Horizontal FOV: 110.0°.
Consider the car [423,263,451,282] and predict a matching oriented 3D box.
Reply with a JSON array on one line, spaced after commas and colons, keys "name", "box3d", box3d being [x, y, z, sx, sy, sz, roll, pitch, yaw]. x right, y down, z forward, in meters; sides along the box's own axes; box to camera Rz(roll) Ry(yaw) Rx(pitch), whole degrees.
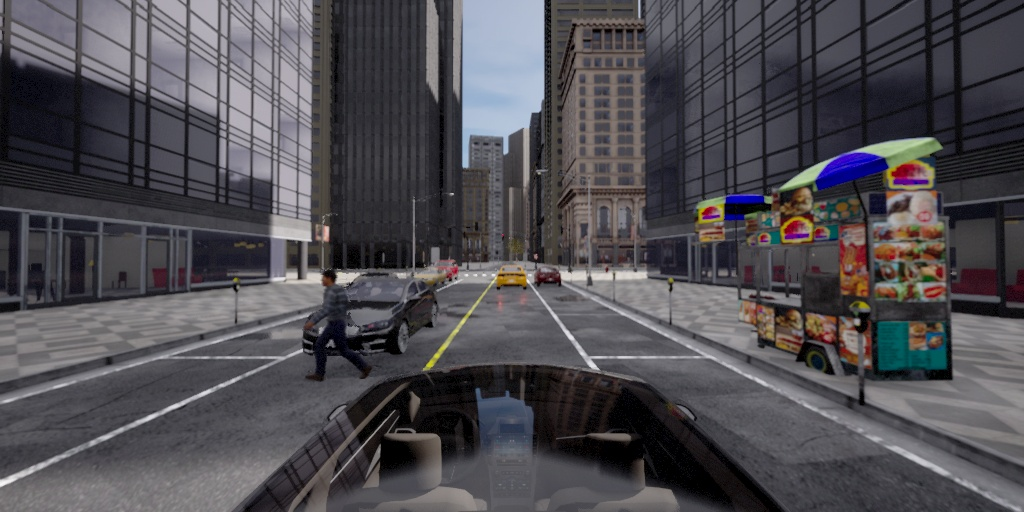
[{"name": "car", "box3d": [-5.945, 1.443, 26.200, 1.751, 1.417, 4.829, 0, 0, 0]}]

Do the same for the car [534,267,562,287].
[{"name": "car", "box3d": [2.580, 1.462, 26.399, 1.888, 1.381, 4.507, 0, 0, 0]}]

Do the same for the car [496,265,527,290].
[{"name": "car", "box3d": [-0.012, 1.376, 23.931, 1.882, 1.535, 5.008, 0, 0, 0]}]

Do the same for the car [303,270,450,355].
[{"name": "car", "box3d": [-3.118, 1.280, 8.876, 2.128, 1.511, 4.902, 0, 0, 0]}]

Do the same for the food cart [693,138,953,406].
[{"name": "food cart", "box3d": [5.617, 0.244, 6.927, 2.280, 3.560, 4.660, 0, 0, 0]}]

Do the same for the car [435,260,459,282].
[{"name": "car", "box3d": [-5.965, 1.278, 31.829, 2.192, 1.841, 5.009, 0, 0, 0]}]

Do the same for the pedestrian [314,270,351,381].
[{"name": "pedestrian", "box3d": [-2.863, 1.066, 5.753, 0.375, 1.860, 0.375, 1, -1, -18]}]
